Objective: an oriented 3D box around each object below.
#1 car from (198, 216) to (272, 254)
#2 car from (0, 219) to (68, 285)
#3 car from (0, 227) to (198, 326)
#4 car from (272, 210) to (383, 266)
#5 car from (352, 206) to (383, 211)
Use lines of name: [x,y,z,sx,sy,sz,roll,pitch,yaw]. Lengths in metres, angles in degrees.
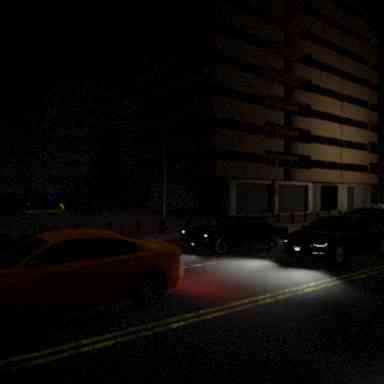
car: [1.824,1.679,13.874,4.718,1.301,1.895,1,0,-35]
car: [-6.118,1.544,8.228,5.357,1.411,2.033,1,0,-36]
car: [-2.523,1.491,6.487,5.008,1.535,1.882,1,0,-35]
car: [5.355,1.599,12.087,4.892,1.490,1.837,1,0,-35]
car: [10.455,1.645,19.954,5.008,1.535,1.882,1,0,-35]
